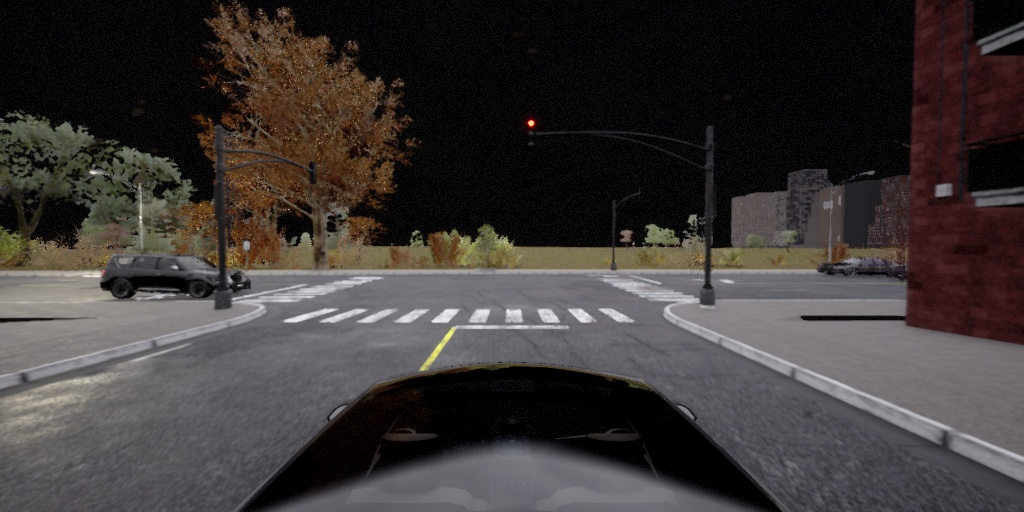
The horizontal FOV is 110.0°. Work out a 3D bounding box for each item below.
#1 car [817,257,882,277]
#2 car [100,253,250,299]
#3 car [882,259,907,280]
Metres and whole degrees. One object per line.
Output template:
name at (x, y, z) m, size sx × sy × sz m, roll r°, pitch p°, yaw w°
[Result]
car at (25.859, 0.804, 26.465) m, size 5.357 × 1.411 × 2.033 m, roll 0°, pitch 2°, yaw 1°
car at (-15.384, 0.933, 16.541) m, size 5.566 × 2.045 × 2.150 m, roll 1°, pitch 2°, yaw -1°
car at (27.866, 0.898, 23.186) m, size 5.357 × 1.411 × 2.033 m, roll 0°, pitch 2°, yaw 1°
